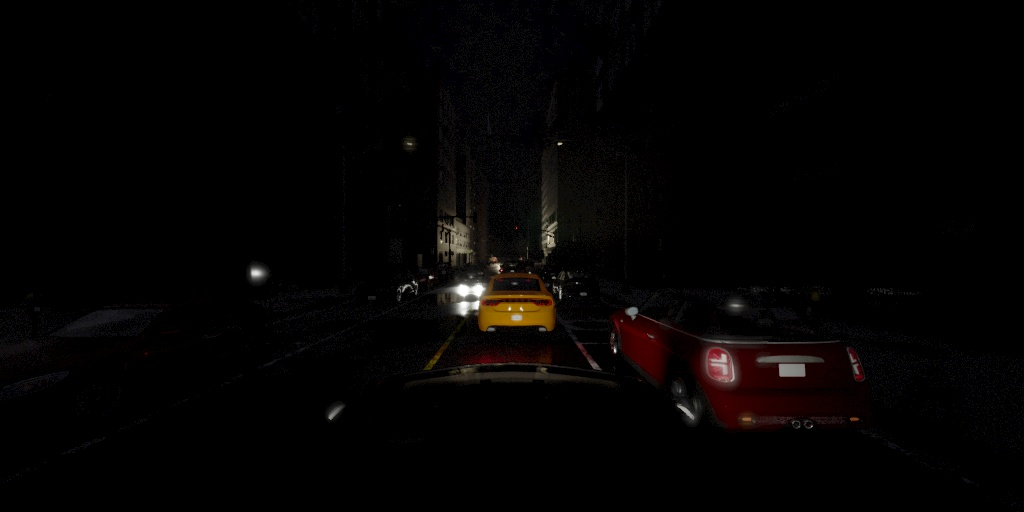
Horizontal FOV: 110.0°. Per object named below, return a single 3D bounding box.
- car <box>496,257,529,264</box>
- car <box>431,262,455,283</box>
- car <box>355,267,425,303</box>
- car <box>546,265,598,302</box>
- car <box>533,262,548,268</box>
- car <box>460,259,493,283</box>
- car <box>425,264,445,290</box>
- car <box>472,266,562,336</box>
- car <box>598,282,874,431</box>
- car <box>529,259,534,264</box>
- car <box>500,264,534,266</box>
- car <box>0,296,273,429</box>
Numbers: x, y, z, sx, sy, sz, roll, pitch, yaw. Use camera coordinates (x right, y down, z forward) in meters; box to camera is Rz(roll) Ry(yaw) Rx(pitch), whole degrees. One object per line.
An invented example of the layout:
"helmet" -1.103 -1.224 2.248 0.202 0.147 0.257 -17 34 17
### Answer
"car" 0.081 1.105 28.207 2.097 1.767 4.553 0 0 1
"car" -5.619 1.192 27.621 1.967 1.591 4.097 0 0 0
"car" -5.640 1.316 16.618 1.948 1.339 4.313 0 0 0
"car" 2.885 1.301 16.601 2.007 1.370 4.403 0 0 0
"car" 2.907 1.318 27.604 1.948 1.339 4.313 0 0 0
"car" -2.949 1.254 28.364 2.128 1.511 4.902 0 0 0
"car" -5.630 1.333 22.119 1.802 1.307 4.207 0 0 0
"car" 0.114 1.228 10.487 1.882 1.535 5.008 0 0 0
"car" 2.864 1.190 5.599 1.967 1.591 4.097 0 0 0
"car" 3.013 1.231 64.693 1.967 1.591 4.097 0 0 0
"car" 0.135 1.315 19.475 1.994 1.385 4.181 0 0 0
"car" -5.661 1.332 5.616 1.802 1.307 4.207 0 0 0
